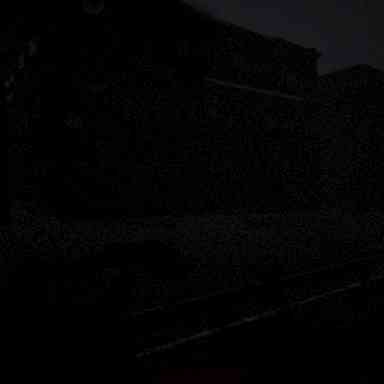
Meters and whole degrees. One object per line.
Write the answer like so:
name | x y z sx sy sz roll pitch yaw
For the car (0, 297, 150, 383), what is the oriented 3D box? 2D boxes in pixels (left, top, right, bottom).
car | -2.560 1.510 1.630 4.892 1.490 1.837 0 0 -35
